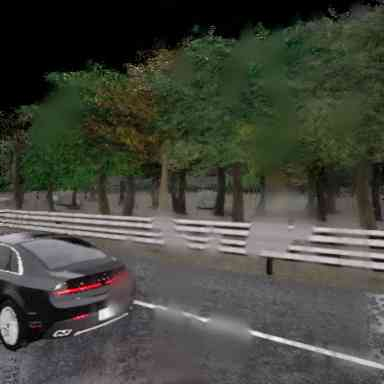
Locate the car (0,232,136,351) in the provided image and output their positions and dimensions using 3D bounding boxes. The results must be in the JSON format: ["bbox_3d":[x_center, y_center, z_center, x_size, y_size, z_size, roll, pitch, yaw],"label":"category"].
[{"bbox_3d":[-3.212,1.526,6.285,4.892,1.490,1.837,0,0,36],"label":"car"}]
